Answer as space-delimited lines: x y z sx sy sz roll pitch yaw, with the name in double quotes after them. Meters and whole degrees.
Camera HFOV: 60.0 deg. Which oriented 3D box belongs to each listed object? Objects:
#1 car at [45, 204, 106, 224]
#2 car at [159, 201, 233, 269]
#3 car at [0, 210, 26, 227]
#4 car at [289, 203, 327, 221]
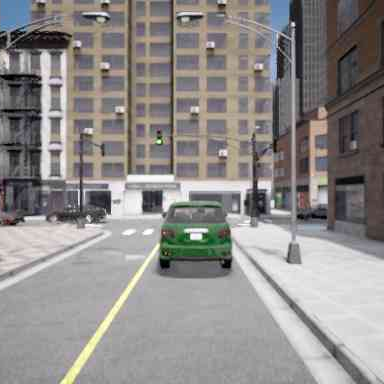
-9.534 1.797 27.276 4.892 1.490 1.837 -1 -2 6 "car"
0.104 1.314 11.613 2.150 2.045 5.566 0 0 0 "car"
-15.209 1.853 24.470 5.357 1.411 2.033 0 -1 3 "car"
11.039 1.664 27.970 5.357 1.411 2.033 -1 -1 -1 "car"
